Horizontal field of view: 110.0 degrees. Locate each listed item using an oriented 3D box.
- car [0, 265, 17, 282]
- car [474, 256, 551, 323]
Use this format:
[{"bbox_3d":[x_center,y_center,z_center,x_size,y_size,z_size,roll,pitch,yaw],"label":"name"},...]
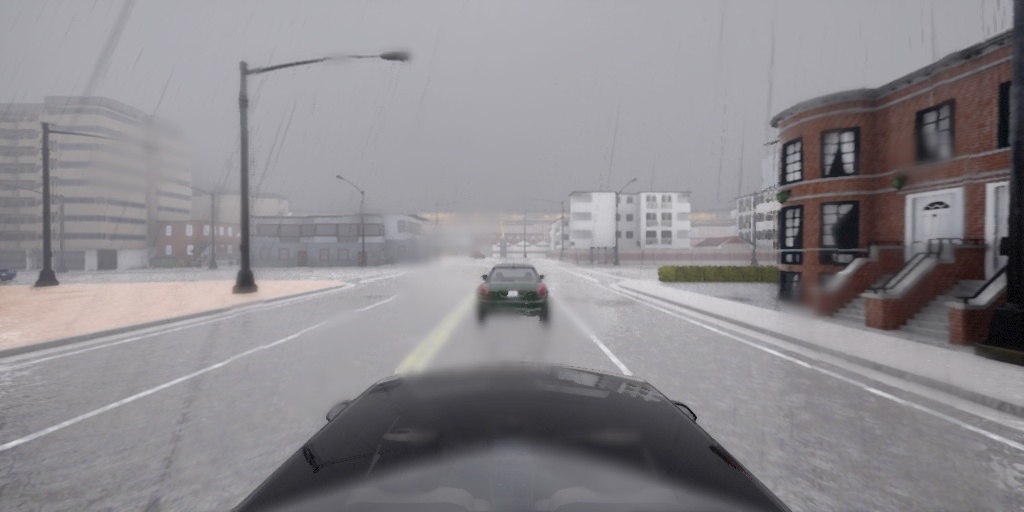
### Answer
[{"bbox_3d":[-48.330,1.382,32.159,5.566,2.045,2.150,-1,1,-1],"label":"car"},{"bbox_3d":[0.059,1.004,11.762,2.097,1.767,4.553,0,1,0],"label":"car"}]
